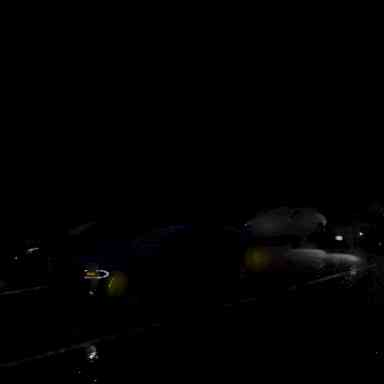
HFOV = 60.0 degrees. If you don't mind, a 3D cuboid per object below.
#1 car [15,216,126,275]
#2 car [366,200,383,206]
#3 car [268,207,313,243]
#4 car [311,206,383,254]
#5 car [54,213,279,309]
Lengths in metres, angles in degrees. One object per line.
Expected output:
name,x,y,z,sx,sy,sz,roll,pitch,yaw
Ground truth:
car,-2.928,1.501,10.481,4.674,1.442,1.812,0,0,-35
car,12.571,1.261,21.432,5.008,1.535,1.882,-1,1,-35
car,4.505,1.432,15.719,4.674,1.442,1.812,-1,0,-35
car,6.970,1.466,13.170,4.181,1.385,1.994,-1,0,-34
car,-0.381,1.449,7.993,5.008,1.535,1.882,0,0,-35
